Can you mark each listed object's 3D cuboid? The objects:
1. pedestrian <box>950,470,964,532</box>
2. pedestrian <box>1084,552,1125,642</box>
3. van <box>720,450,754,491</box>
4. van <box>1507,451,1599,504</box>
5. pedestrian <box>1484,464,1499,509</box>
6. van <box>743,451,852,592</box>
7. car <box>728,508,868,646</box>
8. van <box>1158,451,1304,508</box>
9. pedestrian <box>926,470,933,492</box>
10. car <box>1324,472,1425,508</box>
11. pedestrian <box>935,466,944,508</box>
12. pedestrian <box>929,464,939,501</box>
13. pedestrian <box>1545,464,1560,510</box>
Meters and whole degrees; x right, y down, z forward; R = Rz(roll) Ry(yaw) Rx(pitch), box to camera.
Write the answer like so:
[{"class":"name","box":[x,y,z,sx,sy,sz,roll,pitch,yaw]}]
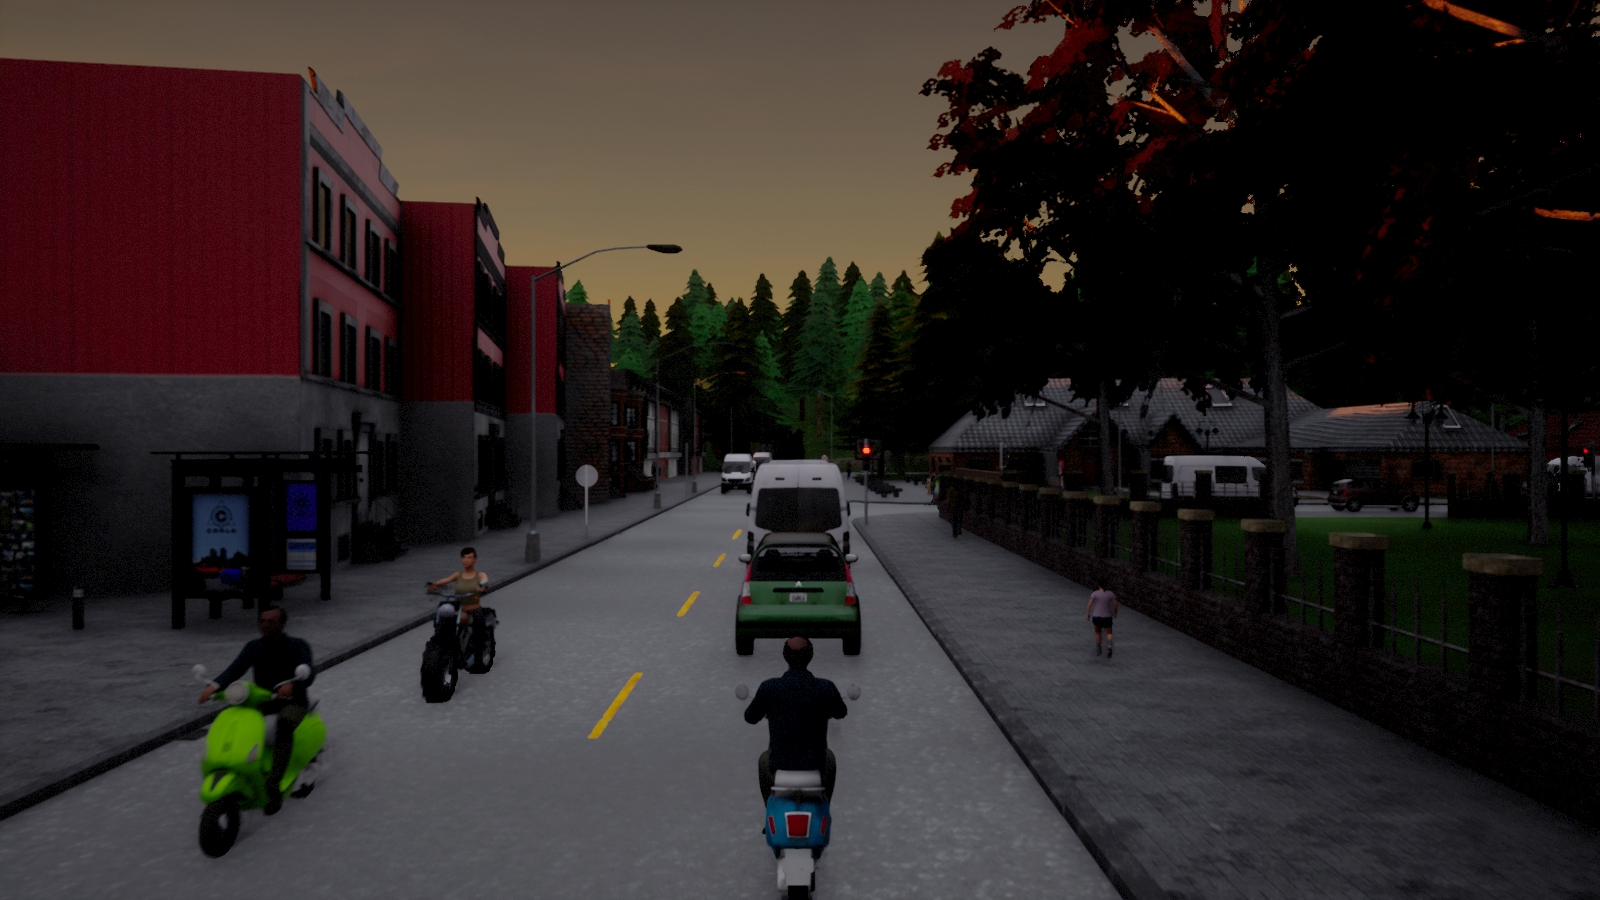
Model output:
[{"class":"pedestrian","box":[4.742,1.524,34.564,0.375,1.860,0.375,0,0,-1]},{"class":"pedestrian","box":[3.975,1.904,14.925,0.500,1.100,0.500,0,0,12]},{"class":"van","box":[-4.117,1.312,75.553,1.988,2.561,5.915,0,0,0]},{"class":"van","box":[38.308,1.312,56.046,5.915,2.561,1.988,0,0,6]},{"class":"pedestrian","box":[28.681,1.523,47.384,0.375,1.860,0.375,0,0,-10]},{"class":"van","box":[-0.047,1.314,23.830,1.988,2.561,5.915,0,0,0]},{"class":"car","box":[-0.027,1.778,17.044,1.851,1.617,3.988,0,0,0]},{"class":"van","box":[19.578,1.313,52.044,5.915,2.561,1.988,0,0,1]},{"class":"pedestrian","box":[7.549,1.801,66.737,0.375,1.300,0.375,0,0,2]},{"class":"car","box":[26.115,1.804,51.983,3.705,1.549,1.789,0,0,0]},{"class":"pedestrian","box":[6.215,1.627,50.835,0.375,1.860,0.375,0,0,13]},{"class":"pedestrian","box":[6.788,1.627,57.920,0.375,1.860,0.375,0,0,40]},{"class":"pedestrian","box":[30.898,1.523,46.902,0.375,1.860,0.375,0,0,0]}]
